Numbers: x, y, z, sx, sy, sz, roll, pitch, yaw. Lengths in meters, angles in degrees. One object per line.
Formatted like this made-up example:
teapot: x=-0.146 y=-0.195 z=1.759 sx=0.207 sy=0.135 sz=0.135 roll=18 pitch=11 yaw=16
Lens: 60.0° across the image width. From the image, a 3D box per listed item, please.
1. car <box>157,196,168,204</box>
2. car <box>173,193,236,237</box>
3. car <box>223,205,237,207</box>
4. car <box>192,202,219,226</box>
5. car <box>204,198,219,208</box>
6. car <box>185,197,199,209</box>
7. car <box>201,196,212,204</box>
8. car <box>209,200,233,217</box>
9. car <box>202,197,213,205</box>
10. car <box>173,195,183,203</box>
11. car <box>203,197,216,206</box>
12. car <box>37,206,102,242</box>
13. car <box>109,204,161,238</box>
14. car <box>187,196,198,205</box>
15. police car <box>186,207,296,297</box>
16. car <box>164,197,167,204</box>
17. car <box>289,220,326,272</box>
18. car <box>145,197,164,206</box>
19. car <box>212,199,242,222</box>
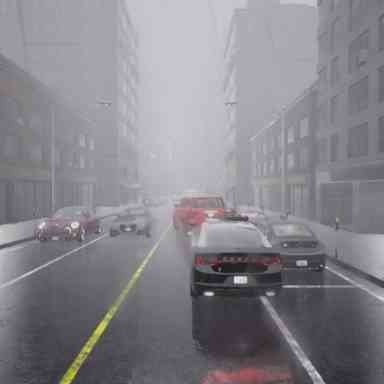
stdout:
car: x=-5.750 y=1.568 z=65.583 sx=1.887 sy=1.381 sz=4.507 roll=-1 pitch=0 yaw=0
car: x=0.341 y=1.210 z=18.421 sx=2.150 sy=2.045 sz=5.566 roll=-1 pitch=0 yaw=-12
car: x=2.758 y=1.543 z=16.033 sx=1.887 sy=1.381 sz=4.507 roll=-1 pitch=0 yaw=0
car: x=0.909 y=1.526 z=24.631 sx=1.812 sy=1.442 sz=4.674 roll=0 pitch=0 yaw=0
car: x=2.770 y=1.577 z=49.064 sx=1.947 sy=1.339 sz=4.313 roll=-1 pitch=0 yaw=0
car: x=0.036 y=1.514 z=46.826 sx=1.837 sy=1.490 sz=4.892 roll=0 pitch=0 yaw=1
car: x=2.775 y=1.567 z=65.580 sx=1.887 sy=1.381 sz=4.507 roll=-1 pitch=0 yaw=0
car: x=2.764 y=1.547 z=32.549 sx=1.887 sy=1.381 sz=4.507 roll=-1 pitch=0 yaw=0
car: x=2.774 y=1.563 z=60.074 sx=1.887 sy=1.381 sz=4.507 roll=-1 pitch=0 yaw=0
car: x=-2.975 y=1.504 z=69.638 sx=1.882 sy=1.535 sz=5.008 roll=0 pitch=0 yaw=0
car: x=2.772 y=1.559 z=54.569 sx=1.887 sy=1.381 sz=4.507 roll=-1 pitch=0 yaw=0
car: x=-5.769 y=1.439 z=16.036 sx=1.967 sy=1.590 sz=4.097 roll=-1 pitch=0 yaw=0
car: x=-2.994 y=1.563 z=17.566 sx=1.994 sy=1.385 sz=4.181 roll=0 pitch=0 yaw=0
car: x=0.021 y=1.496 z=59.470 sx=1.882 sy=1.535 sz=5.008 roll=0 pitch=0 yaw=0
police car: x=0.902 y=1.423 z=8.740 sx=1.930 sy=1.638 sz=5.238 roll=0 pitch=0 yaw=0
car: x=-5.753 y=1.581 z=54.573 sx=1.947 sy=1.339 sz=4.313 roll=-1 pitch=0 yaw=0
car: x=2.756 y=1.549 z=10.528 sx=2.008 sy=1.369 sz=4.403 roll=-1 pitch=0 yaw=0
car: x=-5.757 y=1.451 z=49.067 sx=1.967 sy=1.590 sz=4.097 roll=-1 pitch=0 yaw=0
car: x=2.760 y=1.441 z=27.044 sx=1.967 sy=1.590 sz=4.097 roll=-1 pitch=0 yaw=0
